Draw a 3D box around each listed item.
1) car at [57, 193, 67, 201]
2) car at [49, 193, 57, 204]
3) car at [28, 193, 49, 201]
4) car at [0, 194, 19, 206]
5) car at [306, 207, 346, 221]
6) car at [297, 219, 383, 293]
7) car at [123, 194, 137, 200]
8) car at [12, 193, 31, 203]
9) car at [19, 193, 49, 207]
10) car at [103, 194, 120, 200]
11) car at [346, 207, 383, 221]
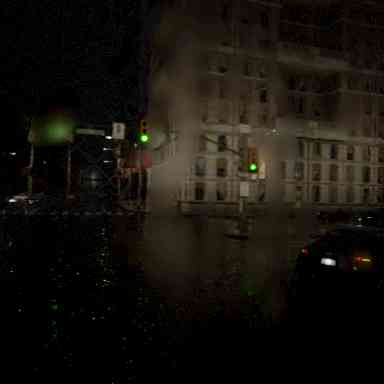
[{"bbox_3d":[-25.347,0.973,63.268,1.882,1.535,5.008,1,0,-6],"label":"car"},{"bbox_3d":[-23.400,1.054,53.309,1.812,1.442,4.674,1,0,-16],"label":"car"},{"bbox_3d":[-28.796,0.932,62.596,2.128,1.511,4.902,1,0,-6],"label":"car"},{"bbox_3d":[-24.102,1.046,42.947,2.033,1.411,5.357,1,0,-16],"label":"car"},{"bbox_3d":[12.286,1.918,28.713,4.718,1.301,1.895,1,0,-16],"label":"car"},{"bbox_3d":[4.727,1.684,9.372,4.181,1.385,1.994,1,0,-44],"label":"car"},{"bbox_3d":[-15.414,1.300,83.123,1.994,1.385,4.181,1,0,25],"label":"car"},{"bbox_3d":[-26.823,0.974,52.547,1.812,1.442,4.674,1,0,-16],"label":"car"},{"bbox_3d":[-20.661,1.070,43.642,2.128,1.511,4.902,1,0,-16],"label":"car"},{"bbox_3d":[-19.691,1.126,81.708,1.882,1.535,5.008,1,0,22],"label":"car"},{"bbox_3d":[14.628,1.932,25.748,4.181,1.385,1.994,1,0,-16],"label":"car"}]
